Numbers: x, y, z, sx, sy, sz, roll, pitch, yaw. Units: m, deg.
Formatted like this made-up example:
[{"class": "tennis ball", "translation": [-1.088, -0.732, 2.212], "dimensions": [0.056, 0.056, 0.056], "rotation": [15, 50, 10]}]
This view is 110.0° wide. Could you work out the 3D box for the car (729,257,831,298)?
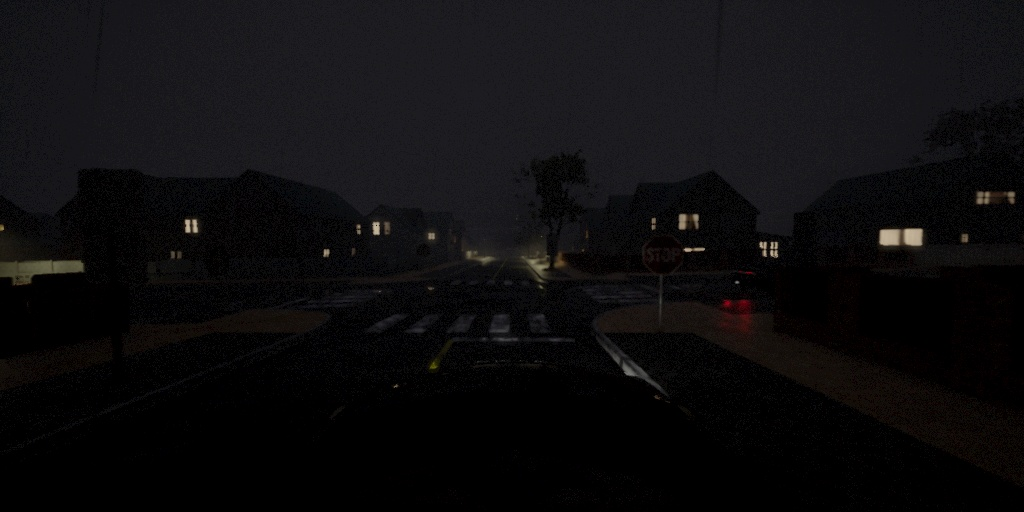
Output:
[{"class": "car", "translation": [11.477, 0.808, 14.425], "dimensions": [4.902, 1.511, 2.128], "rotation": [-1, 3, 0]}]
